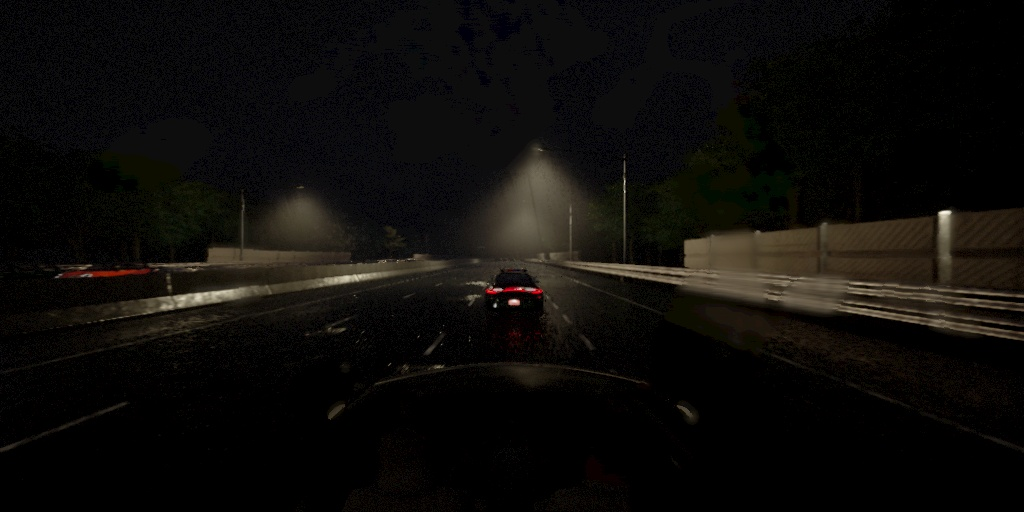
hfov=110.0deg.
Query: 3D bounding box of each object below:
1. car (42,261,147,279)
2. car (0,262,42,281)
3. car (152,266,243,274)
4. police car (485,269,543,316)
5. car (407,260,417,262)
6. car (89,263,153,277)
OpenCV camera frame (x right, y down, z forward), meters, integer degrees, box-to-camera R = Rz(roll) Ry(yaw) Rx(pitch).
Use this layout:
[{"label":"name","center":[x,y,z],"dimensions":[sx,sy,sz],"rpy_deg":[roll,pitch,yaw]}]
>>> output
[{"label":"car","center":[-24.594,1.141,21.940],"dimensions":[2.097,1.767,4.553],"rpy_deg":[0,0,0]},{"label":"car","center":[-28.096,1.135,19.956],"dimensions":[2.097,1.767,4.553],"rpy_deg":[0,0,0]},{"label":"car","center":[-17.599,1.334,21.374],"dimensions":[2.033,1.411,5.357],"rpy_deg":[0,0,0]},{"label":"police car","center":[0.054,1.290,13.641],"dimensions":[2.038,1.542,4.974],"rpy_deg":[0,0,0]},{"label":"car","center":[-17.524,1.434,61.999],"dimensions":[1.882,1.535,5.008],"rpy_deg":[0,0,0]},{"label":"car","center":[-21.098,1.335,21.540],"dimensions":[2.033,1.411,5.357],"rpy_deg":[0,0,0]}]
